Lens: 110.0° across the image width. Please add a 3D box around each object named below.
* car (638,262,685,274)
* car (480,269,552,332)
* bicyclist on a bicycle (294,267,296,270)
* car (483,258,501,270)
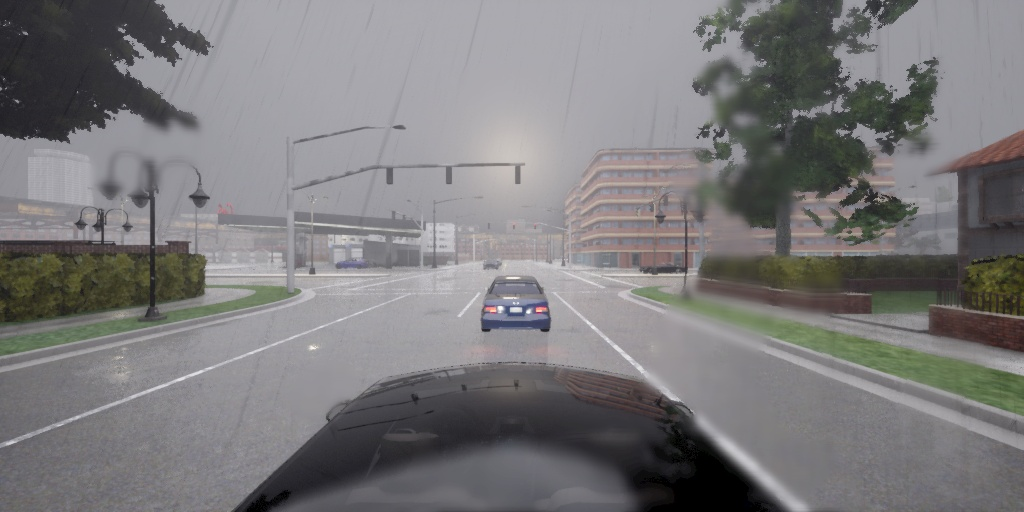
[{"bbox_3d":[16.329,1.351,38.893,4.718,1.301,1.895,0,0,-3],"label":"car"},{"bbox_3d":[0.098,1.297,10.844,2.033,1.411,5.357,0,0,0],"label":"car"},{"bbox_3d":[-29.016,1.180,47.116,0.582,1.620,1.656,-10,5,0],"label":"bicyclist on a bicycle"},{"bbox_3d":[-3.102,1.102,53.604,2.097,1.767,4.553,0,0,0],"label":"car"}]
